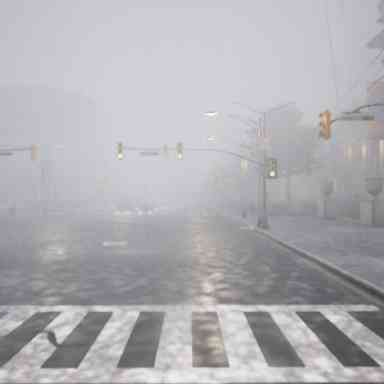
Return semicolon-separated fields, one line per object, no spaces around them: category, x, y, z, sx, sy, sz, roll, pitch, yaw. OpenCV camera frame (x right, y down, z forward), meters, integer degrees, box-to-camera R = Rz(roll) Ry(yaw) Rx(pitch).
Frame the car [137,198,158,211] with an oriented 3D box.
car;-7.137;2.177;53.364;1.882;1.535;5.008;0;-1;0

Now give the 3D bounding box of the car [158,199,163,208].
car;-7.146;2.301;62.908;1.882;1.535;5.008;0;-1;0

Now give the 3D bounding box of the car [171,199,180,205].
car;-4.974;2.481;86.047;2.097;1.767;4.553;0;-1;-29

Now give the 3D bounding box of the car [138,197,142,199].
car;-10.625;2.060;63.991;2.150;2.045;5.566;0;-1;0

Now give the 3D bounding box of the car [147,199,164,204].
car;-10.456;2.715;94.376;2.033;1.411;5.357;1;-1;-43

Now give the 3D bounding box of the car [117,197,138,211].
car;-10.635;1.928;53.899;2.150;2.045;5.566;0;-1;0

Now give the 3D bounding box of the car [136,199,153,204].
car;-13.182;2.634;92.181;1.882;1.535;5.008;1;-1;-43

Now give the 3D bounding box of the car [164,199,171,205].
car;-7.628;2.689;83.558;1.895;1.301;4.718;0;-1;-25
